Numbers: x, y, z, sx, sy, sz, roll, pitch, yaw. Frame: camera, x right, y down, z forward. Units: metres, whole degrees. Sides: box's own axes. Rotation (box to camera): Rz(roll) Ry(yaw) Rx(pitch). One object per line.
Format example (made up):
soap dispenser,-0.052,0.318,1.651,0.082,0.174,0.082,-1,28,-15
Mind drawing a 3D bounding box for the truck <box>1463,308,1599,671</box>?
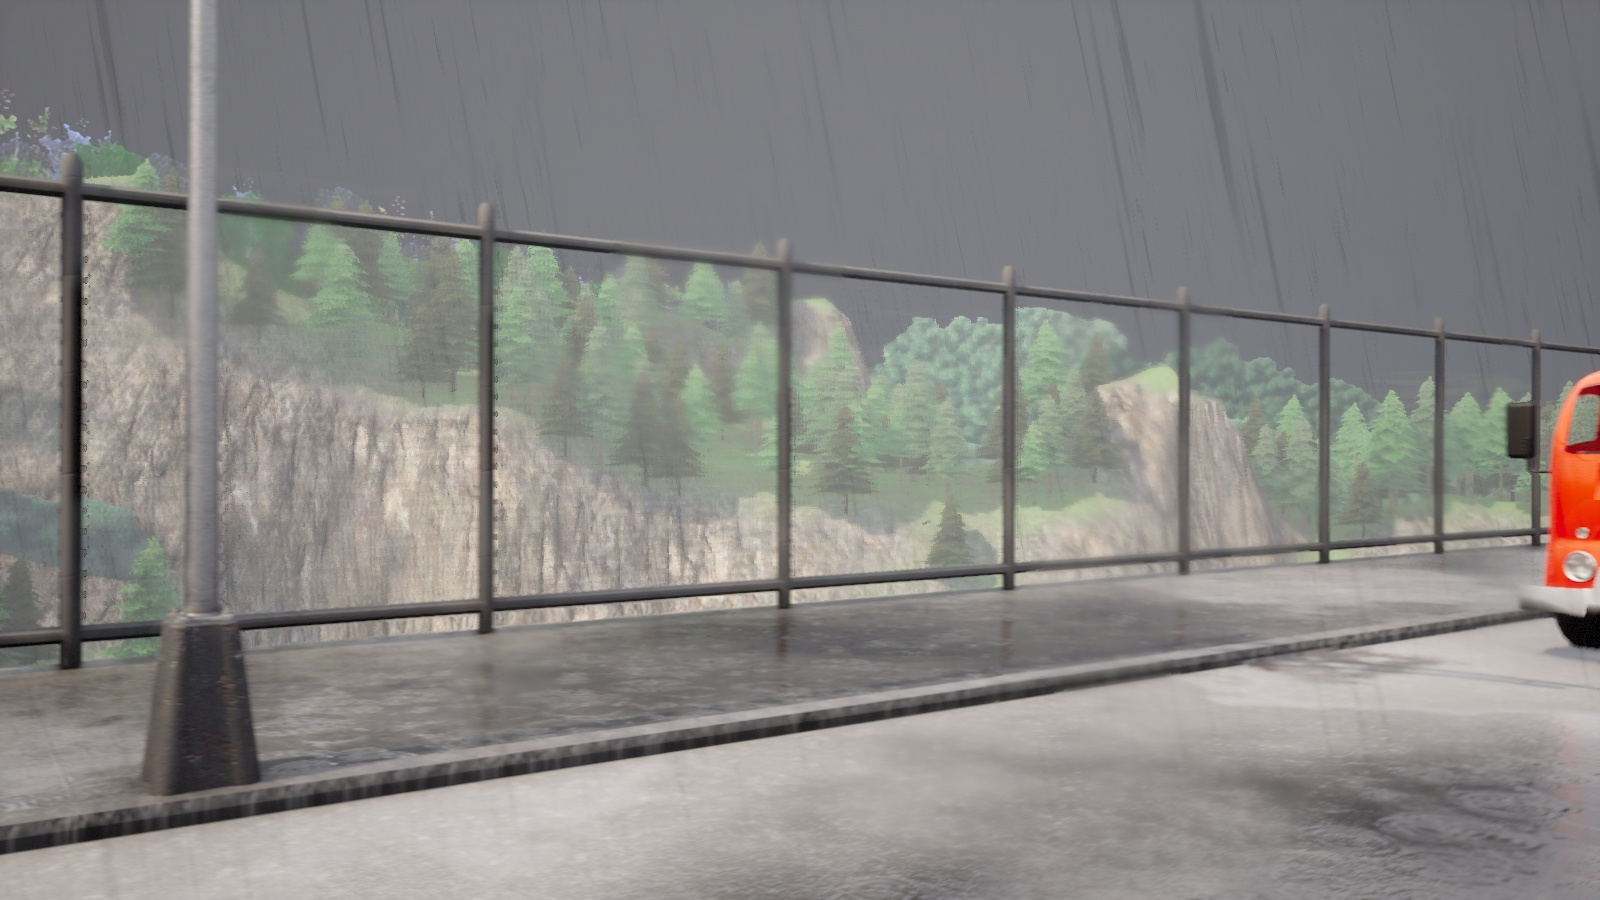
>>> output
truck,7.792,0.265,9.693,5.204,2.467,2.627,0,0,-35
